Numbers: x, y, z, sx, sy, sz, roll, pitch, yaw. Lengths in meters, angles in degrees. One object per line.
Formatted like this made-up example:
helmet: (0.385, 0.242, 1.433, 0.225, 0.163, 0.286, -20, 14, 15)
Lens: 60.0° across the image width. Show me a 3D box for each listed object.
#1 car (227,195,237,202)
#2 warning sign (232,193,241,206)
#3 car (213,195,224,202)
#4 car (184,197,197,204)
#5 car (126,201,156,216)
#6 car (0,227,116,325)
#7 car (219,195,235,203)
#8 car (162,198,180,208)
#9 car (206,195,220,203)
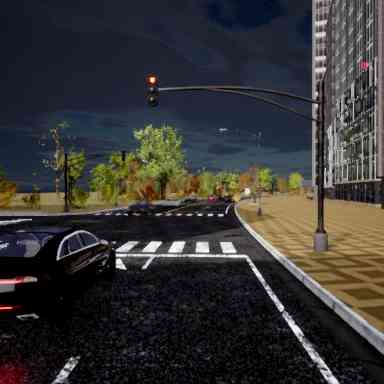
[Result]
car: (9.673, 1.496, 80.337, 1.882, 1.535, 5.008, 0, 0, 14)
warning sign: (6.491, 1.120, 48.186, 1.300, 1.860, 1.060, 0, 0, 8)
car: (6.379, 1.493, 80.528, 1.882, 1.535, 5.008, 0, 0, 14)
car: (-0.261, 1.606, 64.809, 1.895, 1.301, 4.718, 0, 0, 11)
car: (-4.865, 1.545, 32.620, 2.033, 1.411, 5.357, 0, 0, 6)
car: (-2.988, 1.491, 7.090, 2.128, 1.511, 4.902, 0, 0, 1)
car: (7.533, 1.491, 70.080, 1.882, 1.535, 5.008, 0, 0, 12)
car: (-2.997, 1.601, 48.306, 1.895, 1.301, 4.718, 0, 0, 8)
car: (4.416, 1.363, 71.136, 2.097, 1.767, 4.553, 0, 0, 12)
